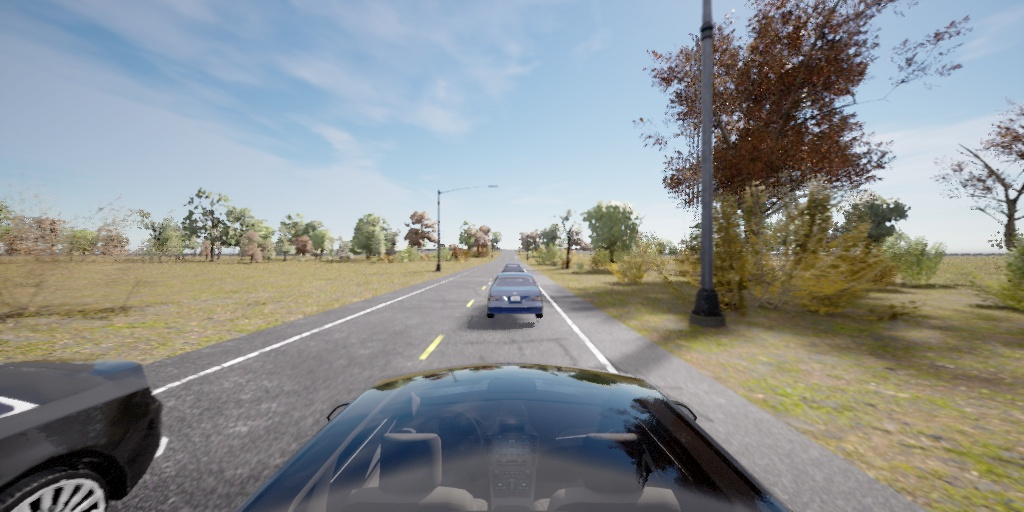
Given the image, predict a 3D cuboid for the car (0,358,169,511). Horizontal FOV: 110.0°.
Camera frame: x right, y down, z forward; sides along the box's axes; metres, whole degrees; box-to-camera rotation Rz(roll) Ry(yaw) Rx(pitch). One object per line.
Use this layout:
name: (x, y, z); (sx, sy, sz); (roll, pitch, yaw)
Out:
car: (-3.599, 1.242, 0.682); (2.128, 1.511, 4.902); (0, 0, 0)

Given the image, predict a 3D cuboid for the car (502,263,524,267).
car: (0.096, 1.310, 31.235); (1.994, 1.385, 4.181); (0, 0, 0)

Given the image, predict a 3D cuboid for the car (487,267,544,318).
car: (0.098, 1.297, 13.019); (2.033, 1.411, 5.357); (0, 0, 0)
